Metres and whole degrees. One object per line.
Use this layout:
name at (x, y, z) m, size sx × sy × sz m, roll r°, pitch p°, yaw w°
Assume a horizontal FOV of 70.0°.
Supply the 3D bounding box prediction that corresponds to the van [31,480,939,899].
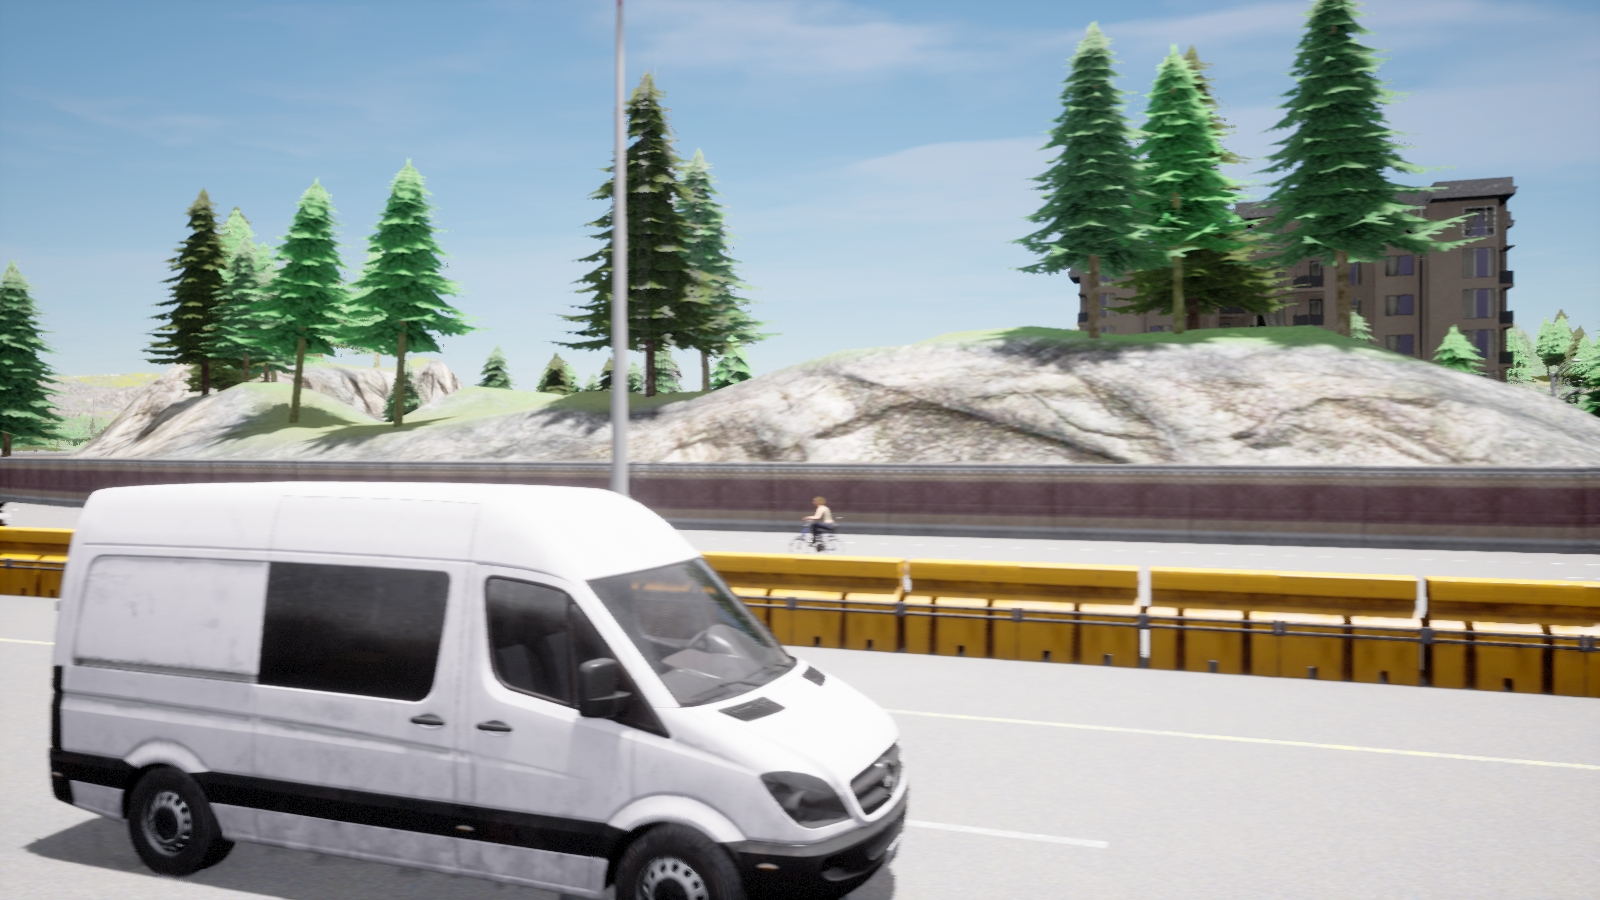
van at (-2.179, 1.531, 7.807) m, size 5.915 × 2.561 × 1.988 m, roll 0°, pitch 0°, yaw 20°
